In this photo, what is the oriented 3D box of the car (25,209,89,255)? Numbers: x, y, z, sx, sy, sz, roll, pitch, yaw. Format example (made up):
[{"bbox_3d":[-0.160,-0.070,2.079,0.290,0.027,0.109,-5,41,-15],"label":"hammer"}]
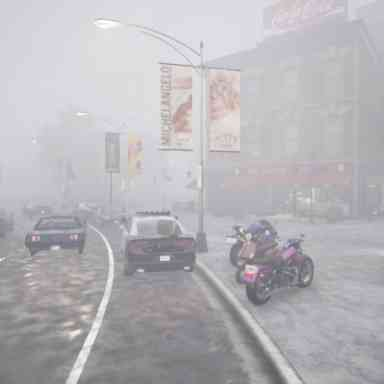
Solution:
[{"bbox_3d":[-5.269,1.595,13.389,1.895,1.301,4.718,0,0,-17],"label":"car"}]

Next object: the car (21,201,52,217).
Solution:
[{"bbox_3d":[-13.792,1.511,29.494,1.812,1.442,4.674,0,0,-37],"label":"car"}]

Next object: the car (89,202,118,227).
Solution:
[{"bbox_3d":[-5.577,1.588,22.740,1.895,1.301,4.718,0,0,-24],"label":"car"}]

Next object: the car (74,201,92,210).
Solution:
[{"bbox_3d":[-8.522,1.510,27.656,2.002,1.452,4.674,0,0,-34],"label":"car"}]

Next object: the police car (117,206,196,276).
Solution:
[{"bbox_3d":[-1.273,1.422,10.665,1.930,1.638,5.238,0,0,-14],"label":"police car"}]

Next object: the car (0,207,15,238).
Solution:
[{"bbox_3d":[-10.541,1.494,17.347,1.837,1.490,4.892,1,0,-23],"label":"car"}]
